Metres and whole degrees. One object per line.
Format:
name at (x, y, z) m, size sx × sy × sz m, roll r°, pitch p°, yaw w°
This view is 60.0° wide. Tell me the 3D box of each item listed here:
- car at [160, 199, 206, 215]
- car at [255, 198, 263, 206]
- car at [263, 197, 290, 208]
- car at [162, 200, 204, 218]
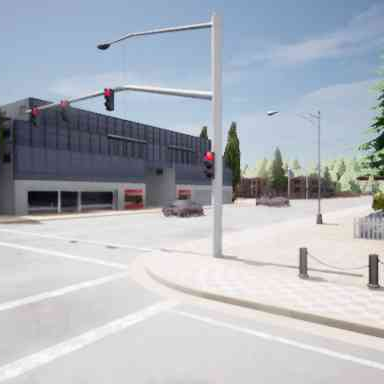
car at (-0.866, 1.539, 35.862) m, size 2.033 × 1.411 × 5.357 m, roll 0°, pitch 0°, yaw 36°
car at (11.711, 1.557, 53.212) m, size 1.994 × 1.385 × 4.181 m, roll 0°, pitch 0°, yaw 36°
car at (12.724, 1.471, 48.676) m, size 1.882 × 1.535 × 5.008 m, roll 0°, pitch 0°, yaw 36°
car at (-0.726, 1.557, 30.056) m, size 1.994 × 1.385 × 4.181 m, roll 0°, pitch 0°, yaw 36°
